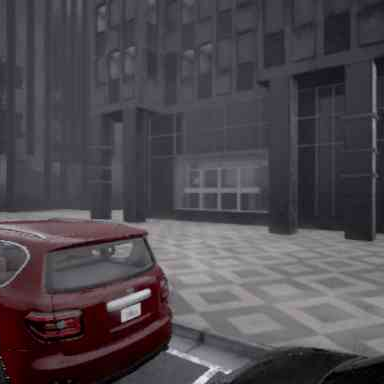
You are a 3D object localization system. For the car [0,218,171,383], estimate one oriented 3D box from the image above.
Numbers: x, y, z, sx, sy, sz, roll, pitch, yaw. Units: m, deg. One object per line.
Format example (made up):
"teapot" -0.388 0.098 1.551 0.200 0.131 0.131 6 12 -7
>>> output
"car" -2.570 1.312 4.795 5.009 1.841 2.192 0 0 35

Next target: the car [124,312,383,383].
"car" 1.918 1.567 1.595 4.313 1.339 1.947 0 0 35
